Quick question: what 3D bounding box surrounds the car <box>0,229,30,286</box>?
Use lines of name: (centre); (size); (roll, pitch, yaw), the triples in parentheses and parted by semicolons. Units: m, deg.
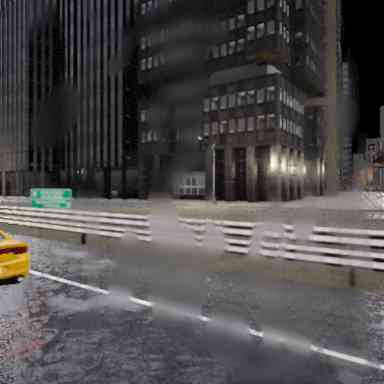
car: (-5.964, 1.428, 8.136); (5.008, 1.535, 1.882); (1, 0, 36)
